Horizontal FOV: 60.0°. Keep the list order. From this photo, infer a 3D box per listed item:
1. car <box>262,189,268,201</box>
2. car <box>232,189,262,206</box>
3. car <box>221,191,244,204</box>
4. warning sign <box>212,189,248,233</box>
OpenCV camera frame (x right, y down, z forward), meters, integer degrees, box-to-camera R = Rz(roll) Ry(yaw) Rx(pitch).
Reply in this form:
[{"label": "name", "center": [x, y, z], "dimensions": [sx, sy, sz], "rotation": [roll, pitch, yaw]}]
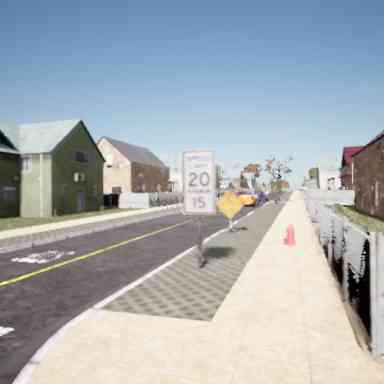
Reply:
[{"label": "car", "center": [10.091, 0.370, 49.331], "dimensions": [2.097, 1.767, 4.553], "rotation": [-1, 1, 18]}, {"label": "car", "center": [6.144, 0.615, 36.825], "dimensions": [2.097, 1.767, 4.553], "rotation": [-1, 1, 18]}, {"label": "car", "center": [5.338, 0.675, 43.492], "dimensions": [2.128, 1.511, 4.902], "rotation": [-1, 1, 18]}, {"label": "warning sign", "center": [1.666, 0.816, 14.515], "dimensions": [1.300, 1.860, 1.060], "rotation": [-2, -1, 18]}]
